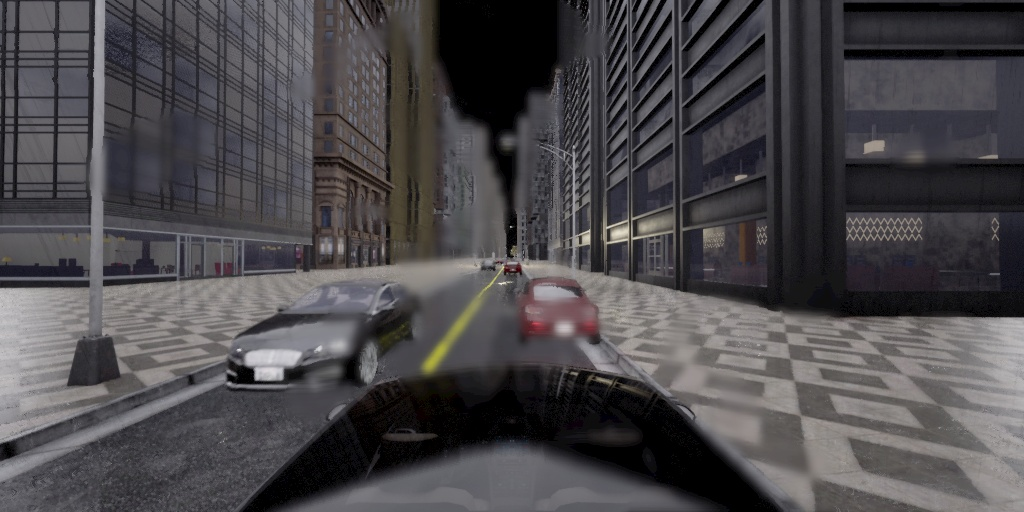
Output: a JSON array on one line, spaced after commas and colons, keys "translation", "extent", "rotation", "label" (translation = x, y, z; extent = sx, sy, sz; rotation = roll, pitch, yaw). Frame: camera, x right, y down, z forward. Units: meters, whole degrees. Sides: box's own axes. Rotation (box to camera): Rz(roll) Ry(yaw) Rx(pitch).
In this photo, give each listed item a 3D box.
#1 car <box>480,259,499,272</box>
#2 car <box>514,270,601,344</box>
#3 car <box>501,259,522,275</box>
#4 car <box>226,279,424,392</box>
[{"translation": [-3.095, 1.240, 46.841], "extent": [1.882, 1.535, 5.008], "rotation": [0, 0, 0], "label": "car"}, {"translation": [1.050, 1.278, 9.428], "extent": [1.812, 1.442, 4.674], "rotation": [0, 0, 0], "label": "car"}, {"translation": [0.087, 1.238, 38.830], "extent": [1.882, 1.535, 5.008], "rotation": [0, 0, 0], "label": "car"}, {"translation": [-3.099, 1.243, 7.029], "extent": [2.128, 1.511, 4.902], "rotation": [0, 0, 0], "label": "car"}]
